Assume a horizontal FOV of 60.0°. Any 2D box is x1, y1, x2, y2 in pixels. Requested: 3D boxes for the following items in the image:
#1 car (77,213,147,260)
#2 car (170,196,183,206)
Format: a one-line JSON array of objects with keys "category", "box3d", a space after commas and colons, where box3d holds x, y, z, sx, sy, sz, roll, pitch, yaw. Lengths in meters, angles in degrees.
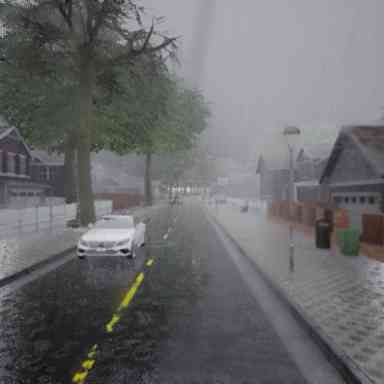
[{"category": "car", "box3d": [-2.860, 1.578, 12.813, 1.812, 1.442, 4.674, 0, 0, 0]}, {"category": "car", "box3d": [-2.736, 1.506, 60.214, 2.097, 1.767, 4.553, 0, 0, 0]}]
